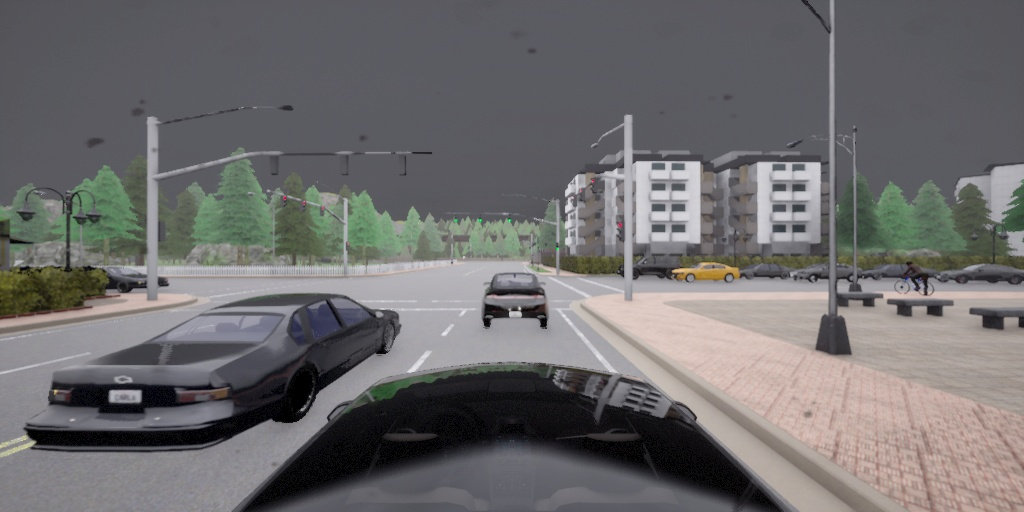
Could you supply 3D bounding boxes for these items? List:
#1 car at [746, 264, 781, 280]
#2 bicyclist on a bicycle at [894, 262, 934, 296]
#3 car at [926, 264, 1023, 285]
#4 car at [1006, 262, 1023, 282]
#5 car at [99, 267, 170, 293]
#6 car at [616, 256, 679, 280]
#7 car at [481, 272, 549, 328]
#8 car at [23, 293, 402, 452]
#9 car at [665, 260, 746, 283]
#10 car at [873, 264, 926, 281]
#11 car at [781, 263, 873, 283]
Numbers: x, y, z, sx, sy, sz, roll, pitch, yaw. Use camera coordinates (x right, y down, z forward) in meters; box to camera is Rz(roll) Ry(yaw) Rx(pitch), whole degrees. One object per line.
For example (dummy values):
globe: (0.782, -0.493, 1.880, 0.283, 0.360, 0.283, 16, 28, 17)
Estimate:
car: (22.461, 1.378, 32.108, 5.357, 1.411, 2.033, 0, 0, 1)
bicyclist on a bicycle: (19.392, 1.092, 17.318, 0.582, 1.620, 1.656, 0, 0, -3)
car: (34.773, 1.342, 26.654, 4.674, 1.442, 1.812, 0, 0, 17)
car: (42.418, 1.296, 27.531, 5.008, 1.535, 1.882, 0, 0, 25)
car: (-22.973, 1.347, 20.456, 5.357, 1.411, 2.033, 0, 0, -1)
car: (12.216, 1.052, 31.901, 5.566, 2.045, 2.150, 0, 0, -2)
car: (0.090, 1.269, 11.523, 2.128, 1.511, 4.902, 0, 0, 0)
car: (-3.435, 1.308, 5.712, 2.033, 1.411, 5.357, 0, 0, 0)
car: (15.299, 1.299, 28.492, 5.008, 1.535, 1.882, 0, 0, -2)
car: (32.840, 1.375, 30.890, 5.357, 1.411, 2.033, 0, 0, 13)
car: (24.792, 1.312, 28.413, 4.902, 1.511, 2.128, 0, 0, 4)
